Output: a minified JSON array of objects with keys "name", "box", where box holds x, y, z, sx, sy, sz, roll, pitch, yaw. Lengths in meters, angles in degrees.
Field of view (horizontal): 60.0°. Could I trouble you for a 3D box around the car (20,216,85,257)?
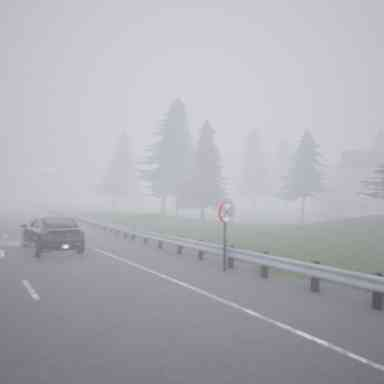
[{"name":"car","box":[-6.043,1.777,14.278,1.837,1.490,4.892,2,-1,-35]}]
